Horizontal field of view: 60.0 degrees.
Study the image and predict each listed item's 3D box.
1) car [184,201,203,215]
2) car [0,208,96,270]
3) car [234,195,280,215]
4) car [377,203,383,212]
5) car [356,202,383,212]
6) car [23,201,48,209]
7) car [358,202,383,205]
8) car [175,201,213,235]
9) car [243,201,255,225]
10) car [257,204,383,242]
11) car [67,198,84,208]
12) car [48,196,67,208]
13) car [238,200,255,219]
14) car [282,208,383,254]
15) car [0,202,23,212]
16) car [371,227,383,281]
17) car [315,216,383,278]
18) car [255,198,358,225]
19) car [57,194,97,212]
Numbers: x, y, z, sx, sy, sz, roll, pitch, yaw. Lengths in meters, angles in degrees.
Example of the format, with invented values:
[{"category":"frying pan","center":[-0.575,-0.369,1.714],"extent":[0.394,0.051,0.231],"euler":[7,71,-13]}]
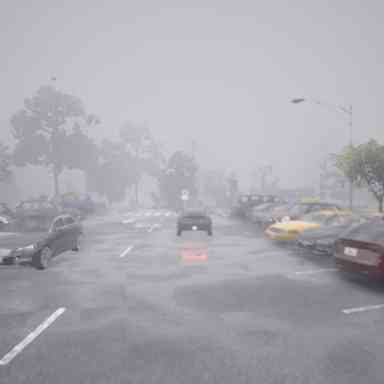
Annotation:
[{"category":"car","center":[0.249,1.624,35.140],"extent":[1.895,1.301,4.718],"euler":[0,0,2]},{"category":"car","center":[-5.083,1.496,11.071],"extent":[2.128,1.511,4.902],"euler":[0,0,0]},{"category":"car","center":[6.063,1.247,26.600],"extent":[5.566,2.045,2.435],"euler":[1,0,-20]},{"category":"car","center":[34.964,2.774,57.744],"extent":[2.163,1.488,4.792],"euler":[2,-1,-21]},{"category":"car","center":[31.489,2.639,57.901],"extent":[1.946,1.575,5.366],"euler":[2,-1,-21]},{"category":"car","center":[-10.954,1.368,18.973],"extent":[4.553,1.767,2.185],"euler":[-1,0,-20]},{"category":"car","center":[22.516,2.313,39.322],"extent":[1.946,1.575,5.366],"euler":[2,1,-21]},{"category":"car","center":[0.127,1.513,18.768],"extent":[1.837,1.490,4.892],"euler":[0,0,0]},{"category":"car","center":[6.034,1.497,20.666],"extent":[4.892,1.521,2.231],"euler":[1,0,-20]},{"category":"car","center":[5.850,1.488,14.678],"extent":[5.366,1.575,1.946],"euler":[1,0,-20]},{"category":"car","center":[-10.920,1.497,25.025],"extent":[4.892,1.521,2.231],"euler":[-1,0,-20]},{"category":"car","center":[-10.889,1.369,22.011],"extent":[4.553,1.767,2.185],"euler":[-1,0,-20]},{"category":"car","center":[6.032,1.537,23.624],"extent":[4.674,1.452,2.002],"euler":[1,0,-20]},{"category":"car","center":[6.018,1.493,11.795],"extent":[4.892,1.521,2.231],"euler":[1,0,-20]},{"category":"car","center":[-10.952,1.367,15.945],"extent":[4.553,1.767,2.185],"euler":[-1,0,-20]},{"category":"car","center":[6.005,1.490,5.879],"extent":[5.008,1.535,2.097],"euler":[1,0,-20]},{"category":"car","center":[6.036,1.521,8.845],"extent":[4.792,1.488,2.163],"euler":[1,0,-20]},{"category":"car","center":[6.057,1.369,17.715],"extent":[4.553,1.767,2.185],"euler":[1,0,-20]},{"category":"car","center":[-10.935,1.246,28.029],"extent":[5.566,2.045,2.435],"euler":[-1,0,-20]}]
